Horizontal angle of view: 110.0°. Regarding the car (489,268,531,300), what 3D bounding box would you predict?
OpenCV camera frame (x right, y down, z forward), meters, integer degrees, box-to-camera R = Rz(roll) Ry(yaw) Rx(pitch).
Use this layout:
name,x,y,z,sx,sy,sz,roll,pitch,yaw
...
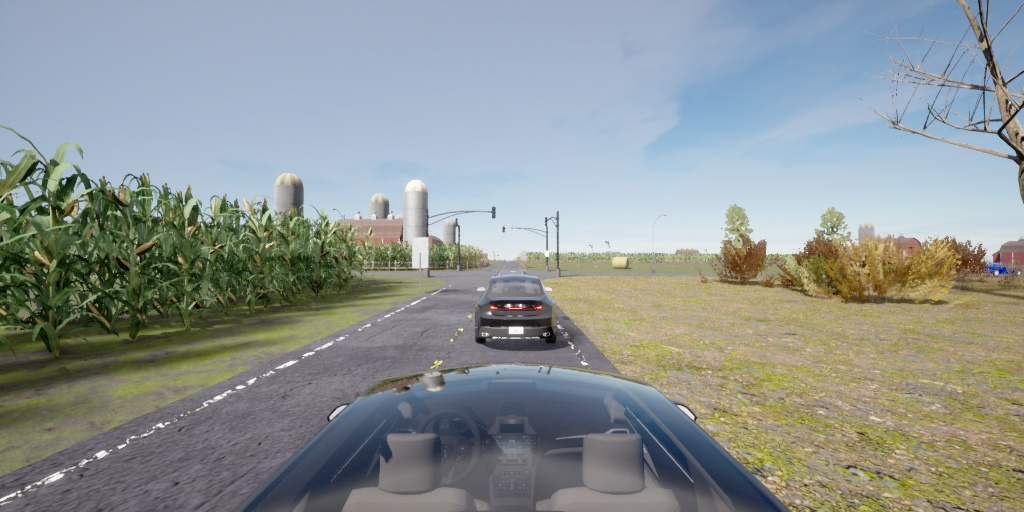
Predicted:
name,x,y,z,sx,sy,sz,roll,pitch,yaw
car,0.032,1.360,18.823,1.895,1.301,4.718,0,0,4

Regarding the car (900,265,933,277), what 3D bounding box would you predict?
name,x,y,z,sx,sy,sz,roll,pitch,yaw
car,48.559,1.768,42.536,4.181,1.385,1.994,1,-1,-5

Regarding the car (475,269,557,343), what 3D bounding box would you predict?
name,x,y,z,sx,sy,sz,roll,pitch,yaw
car,0.080,1.259,9.672,1.837,1.490,4.892,0,0,0

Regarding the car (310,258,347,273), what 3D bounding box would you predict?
name,x,y,z,sx,sy,sz,roll,pitch,yaw
car,-19.828,0.931,37.659,4.553,1.767,2.097,0,-1,-3
